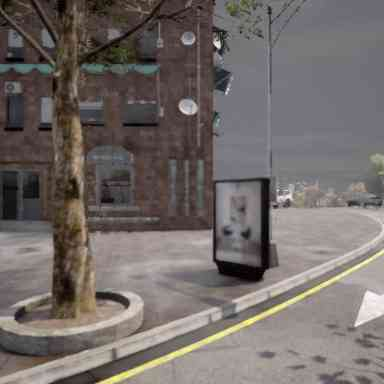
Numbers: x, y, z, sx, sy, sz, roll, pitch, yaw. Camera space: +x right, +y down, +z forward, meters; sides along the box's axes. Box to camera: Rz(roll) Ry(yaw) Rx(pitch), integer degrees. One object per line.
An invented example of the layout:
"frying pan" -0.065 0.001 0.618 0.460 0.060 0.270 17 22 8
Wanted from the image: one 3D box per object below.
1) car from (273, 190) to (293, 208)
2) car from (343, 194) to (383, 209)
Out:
"car" 8.705 0.768 36.759 5.566 2.045 2.435 0 -1 -30
"car" 17.923 0.971 35.106 2.128 1.511 4.902 1 -1 -5
